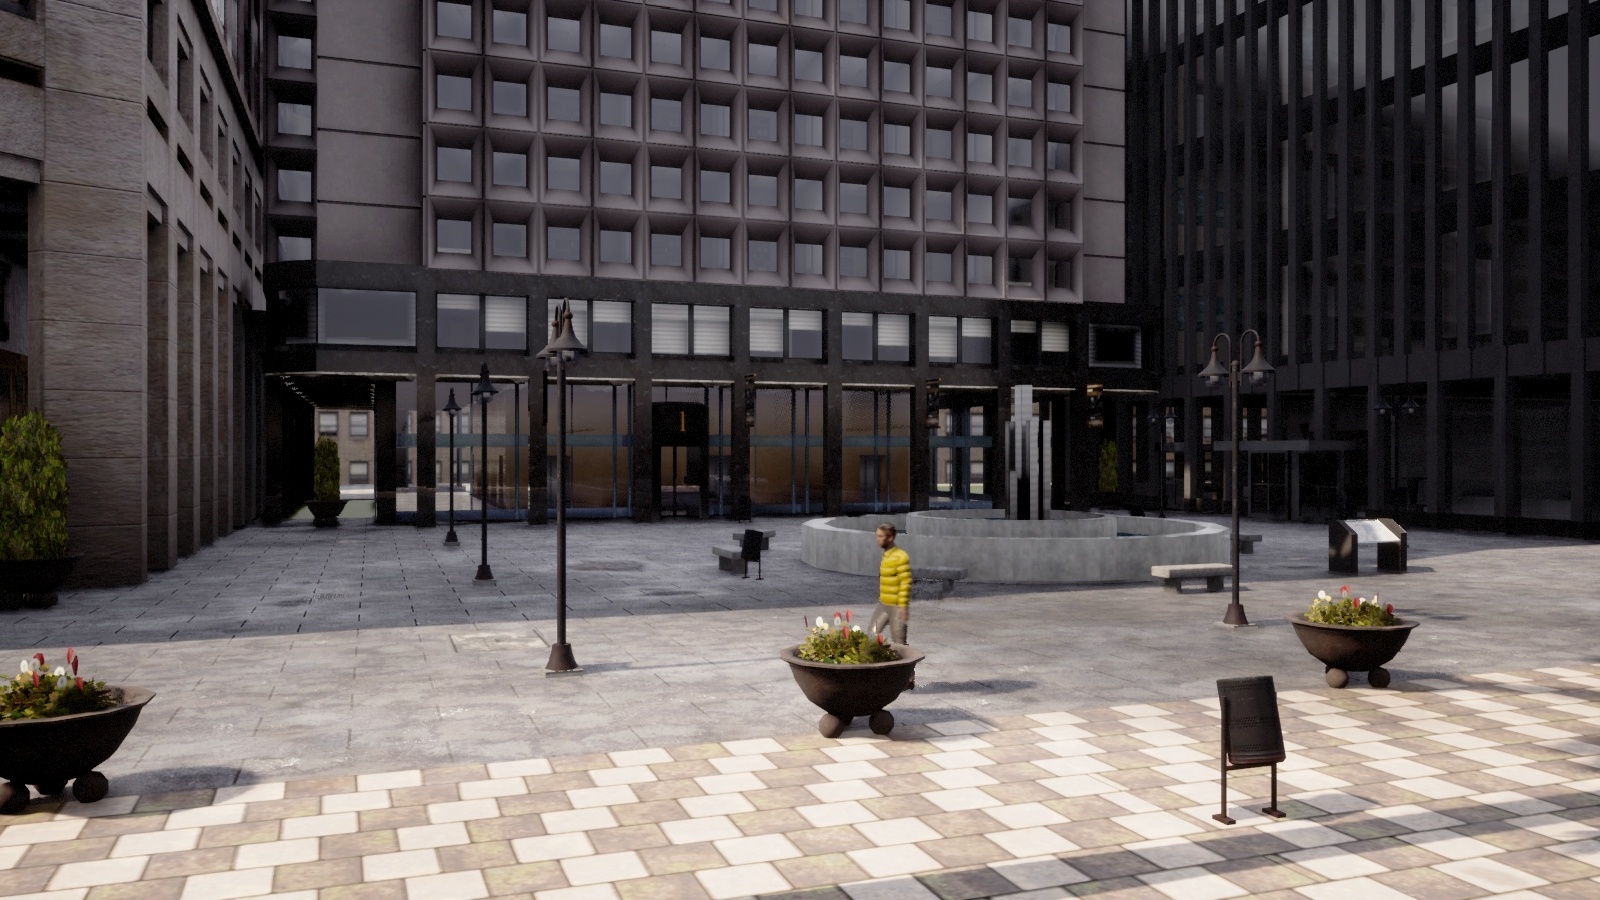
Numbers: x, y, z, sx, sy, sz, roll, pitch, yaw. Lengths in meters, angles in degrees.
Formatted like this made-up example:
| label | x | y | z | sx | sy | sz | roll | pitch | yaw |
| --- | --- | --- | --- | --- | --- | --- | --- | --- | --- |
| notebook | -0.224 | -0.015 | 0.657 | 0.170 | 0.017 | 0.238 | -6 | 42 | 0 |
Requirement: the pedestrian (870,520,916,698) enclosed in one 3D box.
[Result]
| label | x | y | z | sx | sy | sz | roll | pitch | yaw |
| --- | --- | --- | --- | --- | --- | --- | --- | --- | --- |
| pedestrian | 1.002 | 1.702 | 12.385 | 0.375 | 1.860 | 0.375 | 0 | 0 | -20 |
